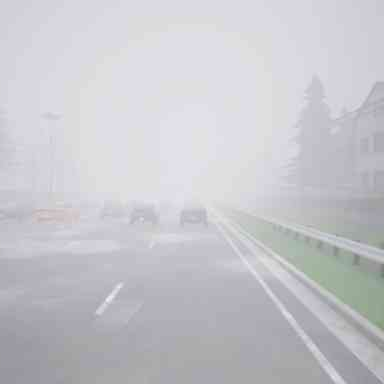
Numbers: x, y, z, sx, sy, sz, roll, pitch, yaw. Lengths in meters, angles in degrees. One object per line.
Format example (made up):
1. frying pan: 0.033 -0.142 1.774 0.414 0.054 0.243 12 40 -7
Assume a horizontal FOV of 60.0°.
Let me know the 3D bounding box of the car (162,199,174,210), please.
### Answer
1. car: -3.369 1.631 44.315 1.812 1.442 4.674 0 0 0

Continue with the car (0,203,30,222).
1. car: -13.878 1.588 26.740 1.812 1.442 4.674 0 0 0

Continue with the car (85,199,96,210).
1. car: -13.868 1.672 45.631 1.994 1.385 4.181 0 0 0

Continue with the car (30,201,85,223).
1. car: -10.378 1.539 26.098 1.882 1.535 5.008 0 0 0

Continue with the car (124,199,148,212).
1. car: -6.946 1.646 41.526 2.033 1.411 5.357 0 0 0

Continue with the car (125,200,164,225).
1. car: -3.378 1.563 24.606 1.837 1.490 4.892 0 0 0

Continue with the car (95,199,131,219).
1. car: -6.967 1.635 30.115 1.994 1.385 4.181 0 0 0

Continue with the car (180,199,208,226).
1. car: 0.121 1.535 24.063 1.882 1.535 5.008 0 0 0

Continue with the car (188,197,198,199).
1. car: 0.141 1.463 46.618 2.097 1.767 4.553 0 0 0
